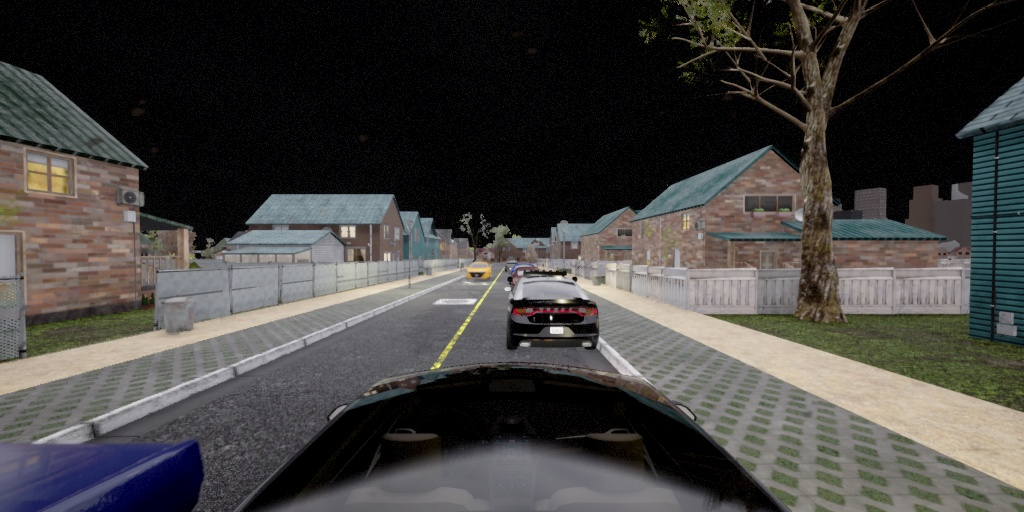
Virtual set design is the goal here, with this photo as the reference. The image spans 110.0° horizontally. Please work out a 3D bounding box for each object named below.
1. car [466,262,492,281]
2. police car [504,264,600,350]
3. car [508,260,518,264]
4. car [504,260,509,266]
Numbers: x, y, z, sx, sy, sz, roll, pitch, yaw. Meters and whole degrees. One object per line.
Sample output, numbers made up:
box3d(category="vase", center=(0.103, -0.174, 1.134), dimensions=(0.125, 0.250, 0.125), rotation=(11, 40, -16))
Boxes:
box3d(category="car", center=(-2.747, 1.249, 30.467), dimensions=(1.882, 1.535, 5.008), rotation=(0, 0, 0))
box3d(category="police car", center=(0.828, 1.175, 9.223), dimensions=(1.930, 1.638, 5.238), rotation=(0, 0, 0))
box3d(category="car", center=(0.828, 1.241, 25.116), dimensions=(1.882, 1.535, 5.008), rotation=(0, 0, 0))
box3d(category="car", center=(0.040, 1.301, 47.602), dimensions=(2.128, 1.511, 4.902), rotation=(0, 0, 0))
